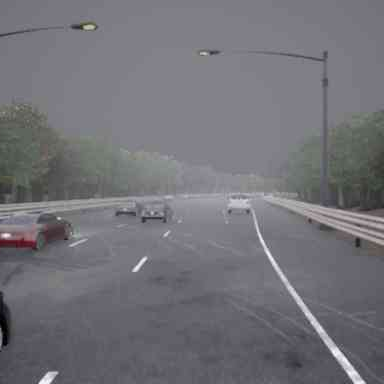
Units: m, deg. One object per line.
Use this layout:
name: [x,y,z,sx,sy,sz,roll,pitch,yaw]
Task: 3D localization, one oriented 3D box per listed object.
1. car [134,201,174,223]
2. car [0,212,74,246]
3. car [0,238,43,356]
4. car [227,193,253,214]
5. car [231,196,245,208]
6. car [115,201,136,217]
car: [-2.536,1.487,25.057,2.033,1.411,5.357,0,0,4]
car: [-6.584,1.525,13.935,1.994,1.385,4.181,0,0,2]
car: [-3.349,1.482,2.517,2.128,1.511,4.902,0,0,0]
car: [4.906,1.145,34.896,2.150,2.045,5.566,0,0,7]
car: [6.409,1.380,46.580,1.882,1.535,5.008,0,0,7]
car: [-5.620,1.490,30.743,1.994,1.385,4.181,0,0,4]
